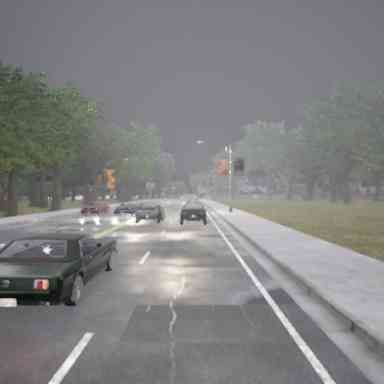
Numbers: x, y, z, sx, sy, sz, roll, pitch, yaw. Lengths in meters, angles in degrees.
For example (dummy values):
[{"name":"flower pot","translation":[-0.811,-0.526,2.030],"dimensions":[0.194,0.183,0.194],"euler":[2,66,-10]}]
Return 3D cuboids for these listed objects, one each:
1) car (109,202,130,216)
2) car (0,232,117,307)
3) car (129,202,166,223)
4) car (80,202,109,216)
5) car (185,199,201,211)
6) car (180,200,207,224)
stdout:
[{"name":"car","translation":[-6.572,1.672,33.604],"dimensions":[1.895,1.301,4.718],"euler":[0,0,0]},{"name":"car","translation":[-3.150,1.614,7.919],"dimensions":[1.895,1.301,4.718],"euler":[0,0,0]},{"name":"car","translation":[-3.150,1.538,25.777],"dimensions":[2.128,1.511,4.902],"euler":[0,0,0]},{"name":"car","translation":[-9.820,1.673,33.971],"dimensions":[1.895,1.301,4.718],"euler":[0,0,0]},{"name":"car","translation":[0.098,1.670,42.808],"dimensions":[1.994,1.385,4.181],"euler":[0,0,0]},{"name":"car","translation":[0.100,1.522,25.269],"dimensions":[1.882,1.535,5.008],"euler":[0,0,0]}]
